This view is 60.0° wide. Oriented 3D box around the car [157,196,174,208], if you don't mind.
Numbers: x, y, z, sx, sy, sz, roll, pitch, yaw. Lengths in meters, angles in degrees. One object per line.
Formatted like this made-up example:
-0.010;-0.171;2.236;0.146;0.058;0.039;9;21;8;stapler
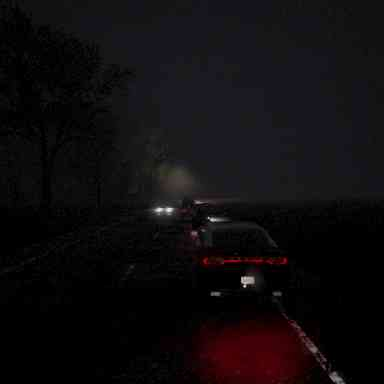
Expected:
-4.067;1.634;49.427;1.895;1.301;4.718;0;0;-1;car

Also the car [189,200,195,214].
0.881;1.535;24.637;1.812;1.442;4.674;0;0;-1;car

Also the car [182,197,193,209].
-0.478;1.631;46.929;1.895;1.301;4.718;0;0;-1;car

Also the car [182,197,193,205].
-0.820;1.613;61.895;1.994;1.385;4.181;0;0;-1;car

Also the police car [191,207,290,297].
1.015;1.426;8.732;1.930;1.638;5.238;0;0;0;police car

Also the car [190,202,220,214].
0.942;1.511;18.631;1.837;1.490;4.892;0;0;-1;car
